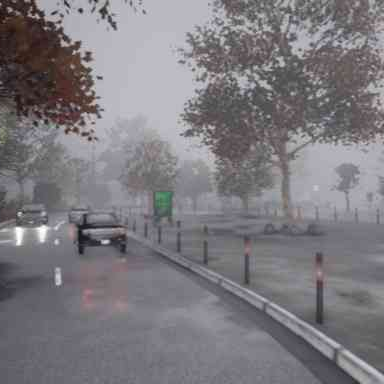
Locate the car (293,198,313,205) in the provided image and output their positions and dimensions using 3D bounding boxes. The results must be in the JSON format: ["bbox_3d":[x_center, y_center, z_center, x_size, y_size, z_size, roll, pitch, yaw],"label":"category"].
[{"bbox_3d":[30.201,2.552,89.358,4.553,1.767,2.185,-1,-2,15],"label":"car"}]

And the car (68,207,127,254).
[{"bbox_3d":[-4.078,1.632,14.391,2.128,1.511,4.902,0,-1,-22],"label":"car"}]

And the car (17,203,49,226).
[{"bbox_3d":[-12.623,1.669,26.568,2.097,1.767,4.553,0,-1,-22],"label":"car"}]

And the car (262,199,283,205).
[{"bbox_3d":[19.831,2.519,79.467,5.357,1.411,2.033,1,-1,-38],"label":"car"}]

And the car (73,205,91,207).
[{"bbox_3d":[-9.343,1.824,28.407,2.128,1.511,4.902,0,-1,-13],"label":"car"}]
